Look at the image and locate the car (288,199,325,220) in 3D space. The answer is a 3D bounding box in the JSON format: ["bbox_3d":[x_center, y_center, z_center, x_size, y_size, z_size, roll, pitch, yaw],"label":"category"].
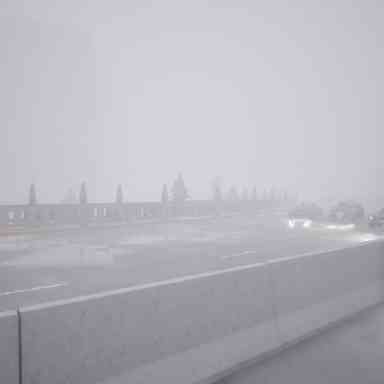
[{"bbox_3d":[9.826,1.564,28.586,1.994,1.385,4.181,0,0,37],"label":"car"}]

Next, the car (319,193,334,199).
[{"bbox_3d":[26.820,1.208,66.263,2.150,2.045,5.566,0,0,13],"label":"car"}]

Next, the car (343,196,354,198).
[{"bbox_3d":[29.728,1.469,62.946,1.882,1.535,5.008,0,0,13],"label":"car"}]

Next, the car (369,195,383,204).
[{"bbox_3d":[32.027,1.350,57.747,2.097,1.767,4.553,0,0,16],"label":"car"}]

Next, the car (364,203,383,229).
[{"bbox_3d":[12.447,1.600,20.660,1.895,1.301,4.718,0,0,40],"label":"car"}]

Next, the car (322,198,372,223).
[{"bbox_3d":[12.121,1.491,25.831,2.128,1.511,4.902,0,0,38],"label":"car"}]
